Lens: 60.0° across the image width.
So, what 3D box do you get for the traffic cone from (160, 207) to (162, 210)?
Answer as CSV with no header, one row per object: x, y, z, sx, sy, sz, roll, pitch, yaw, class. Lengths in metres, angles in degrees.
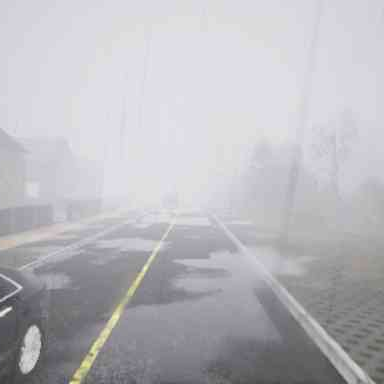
-3.847,1.946,41.207,0.340,0.580,0.340,0,0,0,traffic cone

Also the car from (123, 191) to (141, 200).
-14.720,0.779,81.111,2.150,2.045,5.566,0,1,-44,car

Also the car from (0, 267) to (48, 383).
-2.850,1.504,2.633,1.837,1.490,4.892,0,0,0,car

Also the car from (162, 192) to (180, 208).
-2.951,1.083,46.919,2.150,2.045,5.566,8,-5,-2,car
